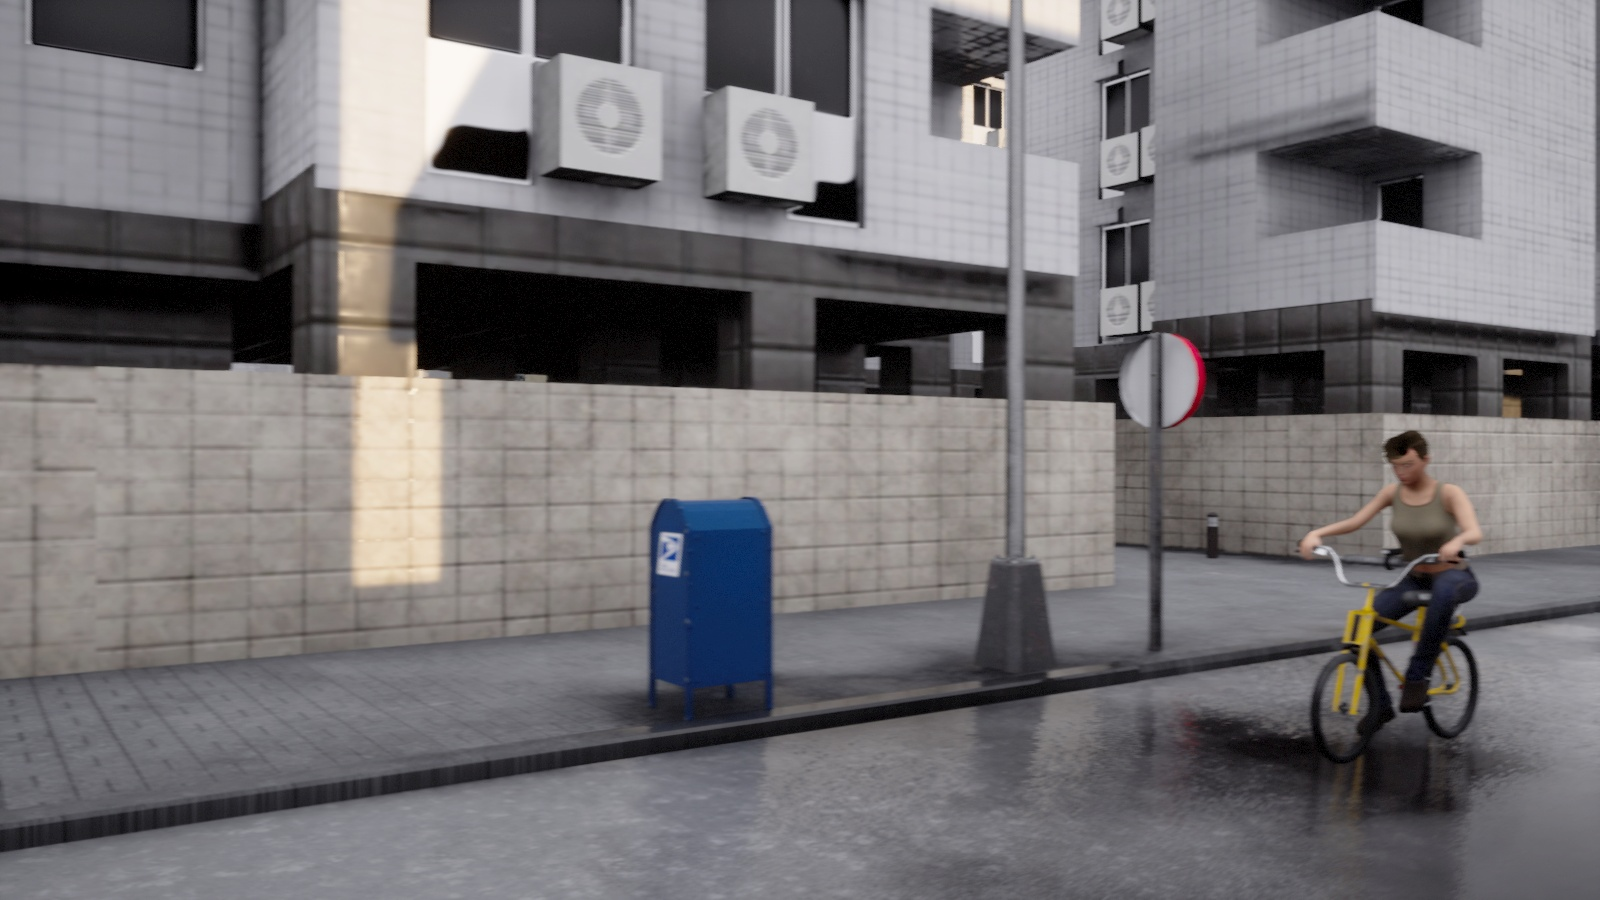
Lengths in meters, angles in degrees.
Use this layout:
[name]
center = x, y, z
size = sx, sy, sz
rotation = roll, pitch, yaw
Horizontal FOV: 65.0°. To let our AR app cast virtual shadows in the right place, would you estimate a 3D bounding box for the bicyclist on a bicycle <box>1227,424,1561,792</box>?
[bicyclist on a bicycle]
center = 2.985, 0.692, 6.291
size = 1.509, 1.612, 0.866
rotation = 0, 0, -35
